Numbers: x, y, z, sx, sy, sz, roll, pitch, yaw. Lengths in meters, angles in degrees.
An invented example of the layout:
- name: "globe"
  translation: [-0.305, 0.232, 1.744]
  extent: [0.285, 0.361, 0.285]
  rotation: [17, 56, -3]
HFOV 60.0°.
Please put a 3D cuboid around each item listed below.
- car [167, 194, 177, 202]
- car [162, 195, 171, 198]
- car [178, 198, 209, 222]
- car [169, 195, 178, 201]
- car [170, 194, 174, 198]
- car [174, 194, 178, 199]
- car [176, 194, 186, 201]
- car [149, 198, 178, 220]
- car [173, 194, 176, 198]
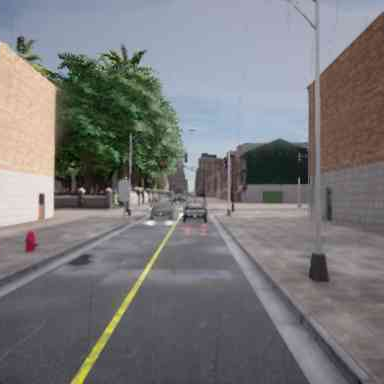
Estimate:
- name: "car"
  translation: [-4.952, 1.483, 84.051]
  extent: [2.192, 1.841, 5.009]
  rotation: [1, 0, 0]
- name: "car"
  translation: [-5.018, 1.621, 55.114]
  extent: [2.008, 1.369, 4.403]
  rotation: [2, 0, 0]
- name: "car"
  translation: [0.252, 1.526, 26.133]
  extent: [2.128, 1.511, 4.902]
  rotation: [0, 0, 1]
- name: "car"
  translation: [-4.949, 1.635, 89.501]
  extent: [1.967, 1.590, 4.097]
  rotation: [1, 0, 0]
- name: "car"
  translation: [-4.982, 1.640, 62.250]
  extent: [2.008, 1.369, 4.403]
  rotation: [2, 0, 0]
- name: "car"
  translation: [-4.964, 1.727, 78.600]
  extent: [1.802, 1.307, 4.206]
  rotation: [1, 0, 0]
- name: "car"
  translation: [-2.340, 1.514, 79.802]
  extent: [2.097, 1.767, 4.553]
  rotation: [0, 0, 0]
- name: "car"
  translation: [-2.496, 1.533, 28.881]
  extent: [1.837, 1.490, 4.892]
  rotation: [0, 0, 1]
- name: "car"
  translation: [-4.976, 1.671, 67.700]
  extent: [1.947, 1.339, 4.313]
  rotation: [2, 0, 0]
